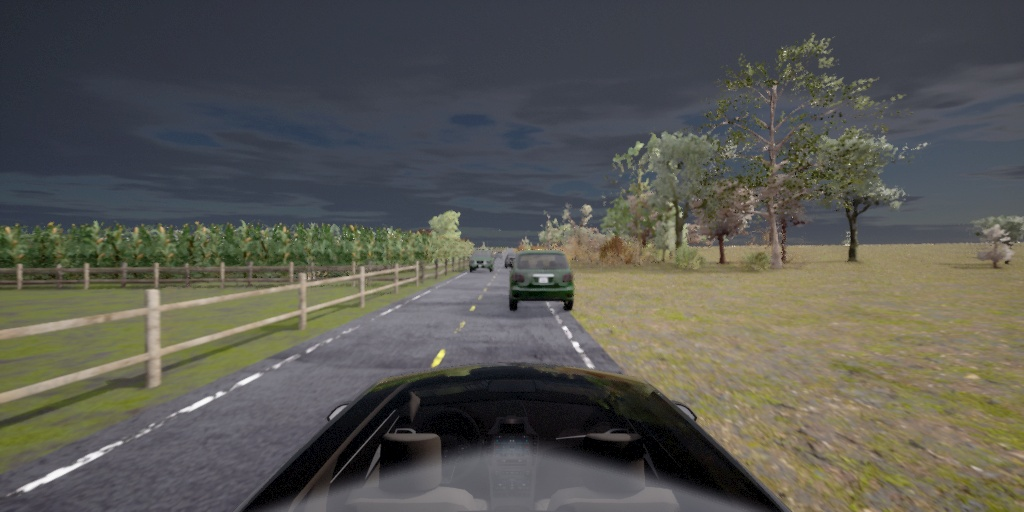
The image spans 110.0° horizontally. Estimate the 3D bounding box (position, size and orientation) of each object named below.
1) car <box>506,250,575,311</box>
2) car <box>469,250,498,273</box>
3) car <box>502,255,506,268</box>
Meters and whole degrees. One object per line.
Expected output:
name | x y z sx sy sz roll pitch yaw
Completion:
car | 0.964 0.801 13.683 2.150 2.045 5.566 0 1 0
car | -2.838 0.479 34.738 2.150 2.045 5.566 0 1 0
car | 0.091 0.613 44.181 1.837 1.490 4.892 0 0 0
